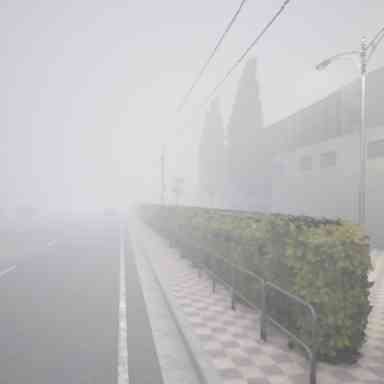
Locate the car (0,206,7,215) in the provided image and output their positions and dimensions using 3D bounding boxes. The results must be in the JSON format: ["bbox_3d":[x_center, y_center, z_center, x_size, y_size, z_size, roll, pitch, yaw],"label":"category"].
[{"bbox_3d":[-24.786,2.267,41.384,2.033,1.411,5.357,2,-2,-12],"label":"car"}]

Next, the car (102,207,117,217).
[{"bbox_3d":[-12.006,2.839,48.615,1.994,1.385,4.181,2,-2,-12],"label":"car"}]

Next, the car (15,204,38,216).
[{"bbox_3d":[-21.738,2.369,43.902,2.128,1.511,4.902,2,-2,-12],"label":"car"}]
